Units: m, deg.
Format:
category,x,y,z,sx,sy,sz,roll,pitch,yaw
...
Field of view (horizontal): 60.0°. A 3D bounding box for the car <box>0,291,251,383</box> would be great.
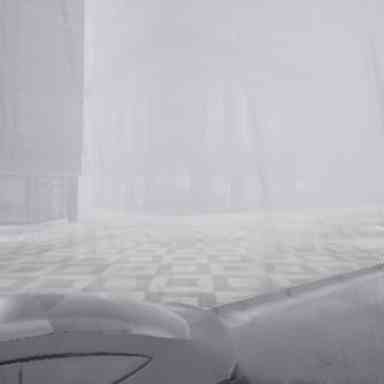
category,x,y,z,sx,sy,sz,roll,pitch,yaw
car,-1.657,1.527,2.073,4.674,1.442,1.812,0,0,-35
